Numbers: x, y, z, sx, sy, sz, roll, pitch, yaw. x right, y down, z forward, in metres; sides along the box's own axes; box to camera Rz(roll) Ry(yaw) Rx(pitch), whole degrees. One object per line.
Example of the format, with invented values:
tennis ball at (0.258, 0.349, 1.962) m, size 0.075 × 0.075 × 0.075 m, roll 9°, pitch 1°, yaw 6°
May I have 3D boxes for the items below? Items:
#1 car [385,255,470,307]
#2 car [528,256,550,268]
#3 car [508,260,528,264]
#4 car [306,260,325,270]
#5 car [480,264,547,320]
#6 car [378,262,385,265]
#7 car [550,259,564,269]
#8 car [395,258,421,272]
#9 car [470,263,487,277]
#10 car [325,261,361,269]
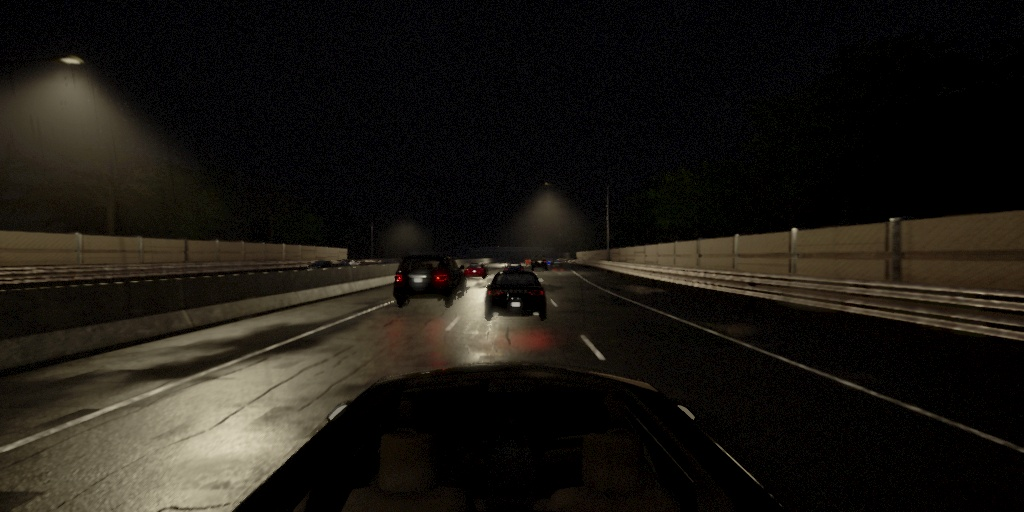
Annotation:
car at (-3.373, 0.972, 15.586) m, size 2.150 × 2.045 × 5.566 m, roll 0°, pitch 0°, yaw 0°
car at (3.767, 0.982, 50.947) m, size 2.150 × 2.045 × 5.566 m, roll 0°, pitch 0°, yaw 1°
car at (0.219, 1.317, 33.612) m, size 1.994 × 1.385 × 4.181 m, roll 0°, pitch 0°, yaw 0°
car at (-23.647, 1.284, 44.570) m, size 1.812 × 1.442 × 4.674 m, roll 0°, pitch 0°, yaw -3°
car at (0.120, 1.228, 12.679) m, size 1.882 × 1.535 × 5.008 m, roll 0°, pitch 0°, yaw 0°
car at (-17.313, 1.314, 50.266) m, size 2.033 × 1.411 × 5.357 m, roll 0°, pitch 0°, yaw 1°
car at (7.259, 1.275, 58.152) m, size 2.128 × 1.511 × 4.902 m, roll 0°, pitch 0°, yaw 2°
car at (-13.840, 1.116, 47.843) m, size 2.097 × 1.767 × 4.553 m, roll 0°, pitch 0°, yaw 1°
car at (-3.283, 1.317, 33.445) m, size 1.994 × 1.385 × 4.181 m, roll 0°, pitch 0°, yaw 0°
car at (-20.873, 1.307, 45.339) m, size 2.033 × 1.411 × 5.357 m, roll 0°, pitch 0°, yaw 1°
